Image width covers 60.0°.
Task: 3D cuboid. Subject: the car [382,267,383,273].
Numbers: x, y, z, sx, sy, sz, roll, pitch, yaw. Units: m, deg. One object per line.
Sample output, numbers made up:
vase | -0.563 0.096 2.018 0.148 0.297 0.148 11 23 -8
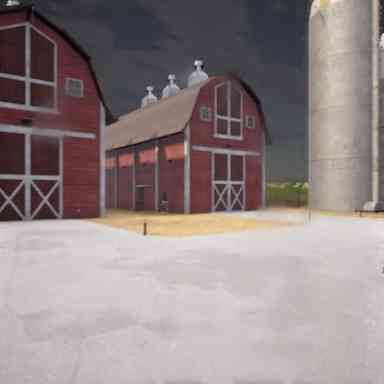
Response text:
car | 6.881 1.576 8.780 4.181 1.385 1.994 0 0 -35
